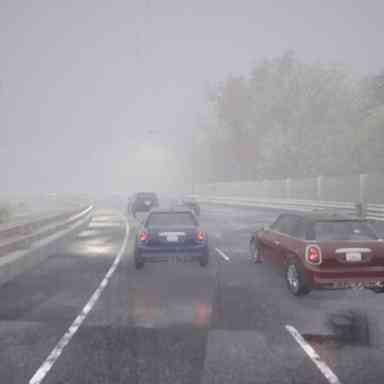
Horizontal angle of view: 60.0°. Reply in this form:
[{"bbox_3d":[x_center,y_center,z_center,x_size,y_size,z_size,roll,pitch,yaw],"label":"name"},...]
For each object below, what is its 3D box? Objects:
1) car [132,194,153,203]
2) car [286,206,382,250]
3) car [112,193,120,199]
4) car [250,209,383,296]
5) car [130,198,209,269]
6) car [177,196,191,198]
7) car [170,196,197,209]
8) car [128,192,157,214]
[{"bbox_3d":[-8.516,1.054,56.901,2.128,1.511,4.902,0,1,-26],"label":"car"},{"bbox_3d":[5.889,1.432,14.458,1.994,1.385,4.181,0,0,-7],"label":"car"},{"bbox_3d":[-18.287,0.996,80.036,1.895,1.301,4.718,0,0,-10],"label":"car"},{"bbox_3d":[3.003,1.274,8.656,2.097,1.767,4.553,0,1,-5],"label":"car"},{"bbox_3d":[-0.738,1.263,11.127,2.097,1.767,4.553,0,0,-6],"label":"car"},{"bbox_3d":[-0.675,1.273,28.861,1.837,1.490,4.892,0,0,-16],"label":"car"},{"bbox_3d":[-1.072,1.201,40.768,1.812,1.442,4.674,0,0,-21],"label":"car"},{"bbox_3d":[-4.279,0.999,28.854,2.150,2.045,5.566,0,0,-17],"label":"car"}]
